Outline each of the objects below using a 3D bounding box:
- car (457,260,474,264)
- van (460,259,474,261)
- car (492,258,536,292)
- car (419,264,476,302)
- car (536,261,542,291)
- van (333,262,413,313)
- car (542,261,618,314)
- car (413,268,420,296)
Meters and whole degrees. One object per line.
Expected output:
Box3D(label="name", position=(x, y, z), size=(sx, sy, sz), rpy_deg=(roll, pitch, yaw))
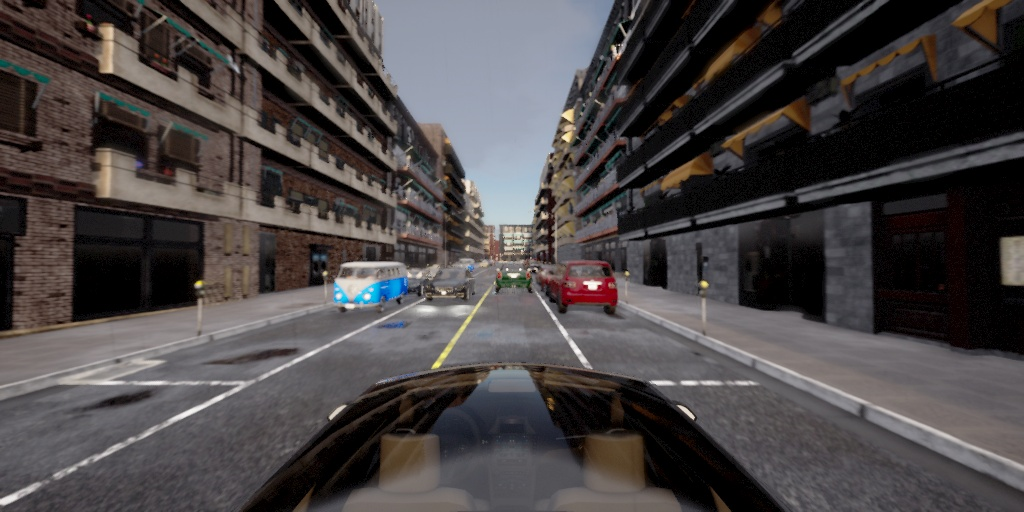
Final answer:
Box3D(label="car", position=(-5.311, 1.421, 36.094), size=(2.007, 1.370, 4.403), rpy_deg=(0, 0, 0))
Box3D(label="van", position=(-5.311, 1.238, 41.658), size=(1.690, 1.789, 3.998), rpy_deg=(0, 0, 0))
Box3D(label="car", position=(0.102, 1.159, 21.866), size=(2.097, 1.767, 4.553), rpy_deg=(0, 0, 0))
Box3D(label="car", position=(-2.828, 1.295, 17.332), size=(1.837, 1.490, 4.892), rpy_deg=(0, 0, 0))
Box3D(label="car", position=(2.568, 1.238, 19.438), size=(1.967, 1.591, 4.097), rpy_deg=(0, 0, 0))
Box3D(label="van", position=(-5.313, 1.118, 13.840), size=(1.690, 1.789, 3.998), rpy_deg=(0, 0, 0))
Box3D(label="car", position=(2.568, 1.092, 13.874), size=(2.192, 1.841, 5.009), rpy_deg=(0, 0, 0))
Box3D(label="car", position=(-5.313, 1.349, 19.404), size=(2.007, 1.370, 4.403), rpy_deg=(0, 0, 0))
